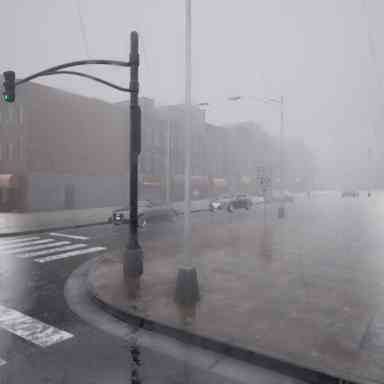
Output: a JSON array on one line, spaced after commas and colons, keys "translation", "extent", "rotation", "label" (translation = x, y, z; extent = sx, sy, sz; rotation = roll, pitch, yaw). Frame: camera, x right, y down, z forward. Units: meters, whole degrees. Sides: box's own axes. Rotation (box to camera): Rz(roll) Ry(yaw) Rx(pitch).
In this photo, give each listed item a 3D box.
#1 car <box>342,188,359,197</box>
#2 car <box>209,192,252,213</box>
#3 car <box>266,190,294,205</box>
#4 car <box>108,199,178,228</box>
[{"translation": [25.047, 0.088, 52.483], "extent": [2.033, 1.411, 5.357], "rotation": [0, 2, 35], "label": "car"}, {"translation": [3.193, 0.794, 26.934], "extent": [2.128, 1.511, 4.902], "rotation": [0, 2, 35], "label": "car"}, {"translation": [9.515, 0.557, 35.787], "extent": [1.812, 1.442, 4.674], "rotation": [0, 2, 36], "label": "car"}, {"translation": [-2.640, 1.127, 18.754], "extent": [1.994, 1.385, 4.181], "rotation": [0, 2, 36], "label": "car"}]
